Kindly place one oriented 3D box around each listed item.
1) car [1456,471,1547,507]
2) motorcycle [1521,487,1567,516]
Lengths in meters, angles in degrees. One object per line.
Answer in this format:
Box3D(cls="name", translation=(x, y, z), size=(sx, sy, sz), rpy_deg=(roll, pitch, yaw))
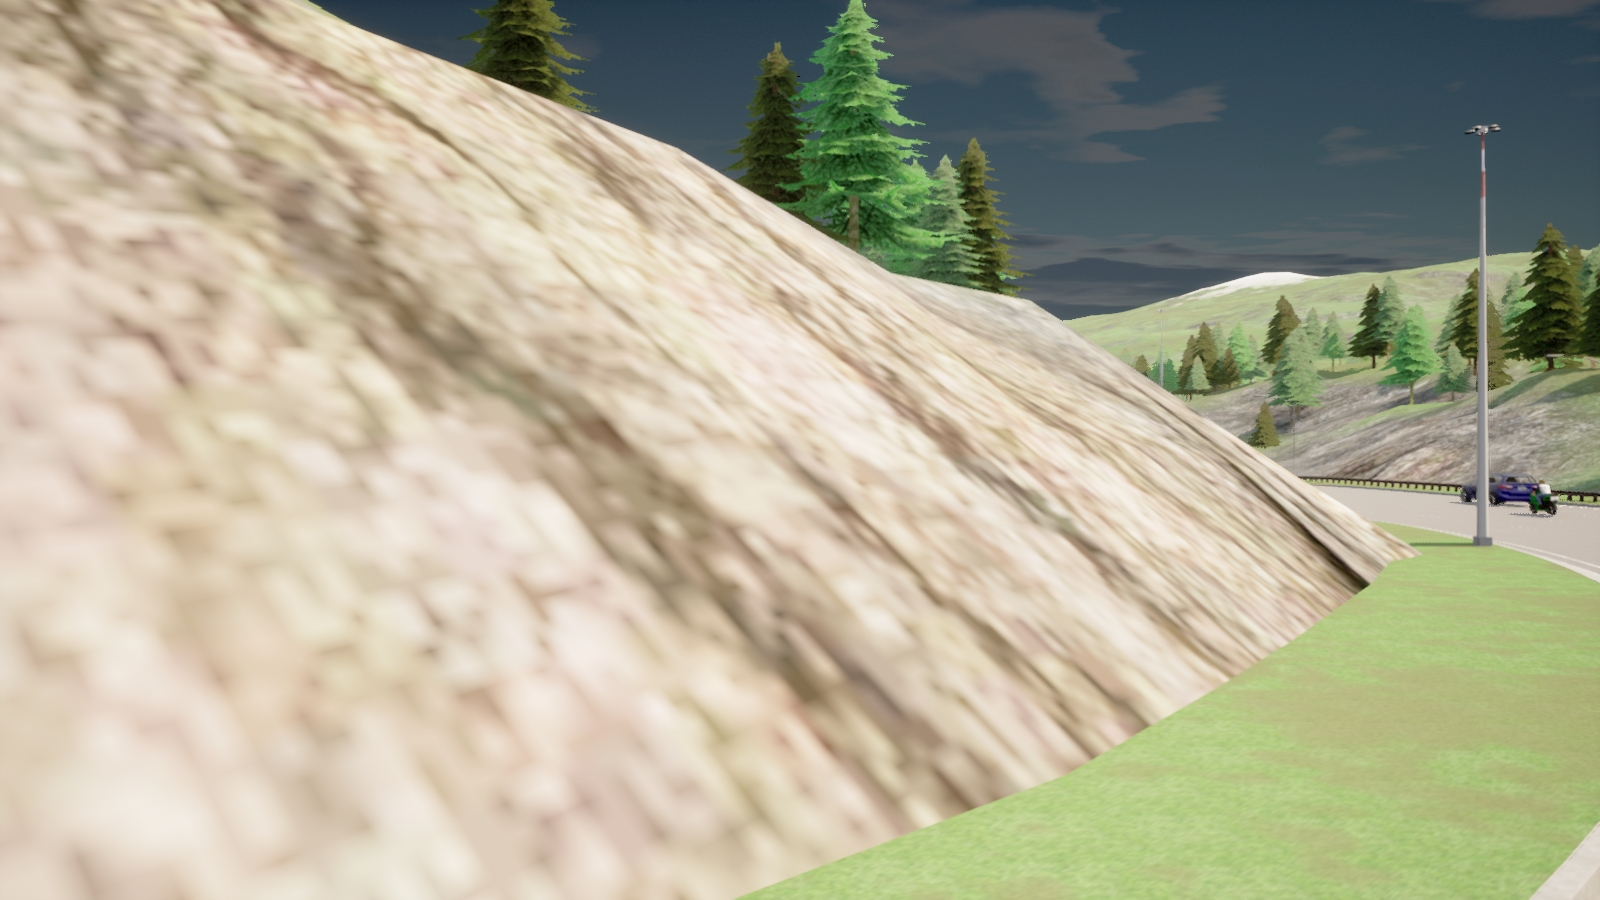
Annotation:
Box3D(cls="car", translation=(36.430, 1.995, 59.487), size=(2.242, 1.667, 4.611), rpy_deg=(0, 0, 5))
Box3D(cls="motorcycle", translation=(32.043, 2.208, 49.236), size=(0.803, 1.199, 2.033), rpy_deg=(-1, 0, 6))
